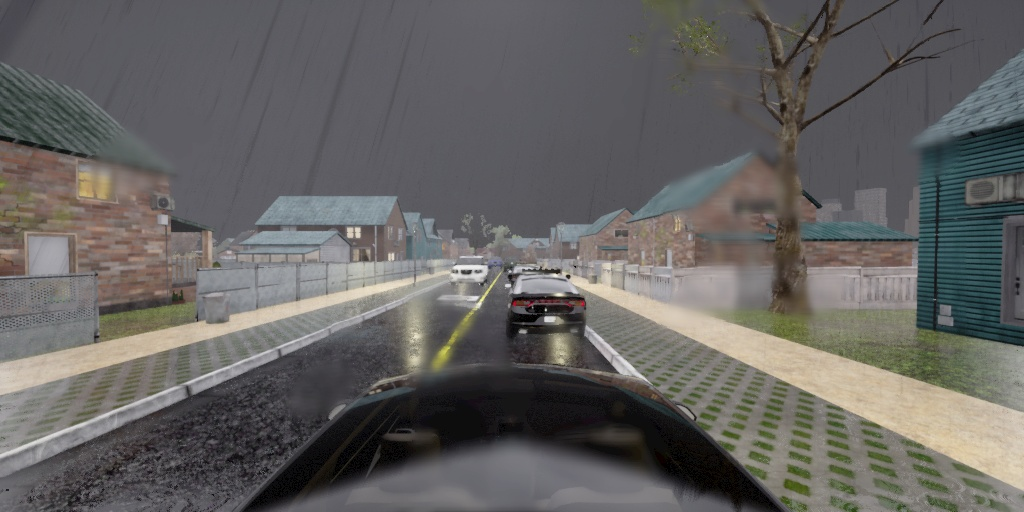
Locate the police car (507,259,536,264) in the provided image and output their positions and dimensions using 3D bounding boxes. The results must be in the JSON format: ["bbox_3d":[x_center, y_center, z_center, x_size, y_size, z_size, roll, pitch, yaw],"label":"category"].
[{"bbox_3d":[0.828,1.182,20.370,1.930,1.638,5.238,0,0,0],"label":"police car"}]

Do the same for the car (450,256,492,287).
[{"bbox_3d":[-2.845,0.983,25.039,2.150,2.045,5.566,0,0,0],"label":"car"}]

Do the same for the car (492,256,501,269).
[{"bbox_3d":[-2.739,1.072,60.737,2.150,2.045,5.566,0,0,0],"label":"car"}]

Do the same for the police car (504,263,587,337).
[{"bbox_3d":[0.827,1.174,10.368,1.930,1.638,5.238,0,0,0],"label":"police car"}]

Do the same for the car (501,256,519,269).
[{"bbox_3d":[0.030,1.027,47.016,2.150,2.045,5.566,0,0,0],"label":"car"}]
